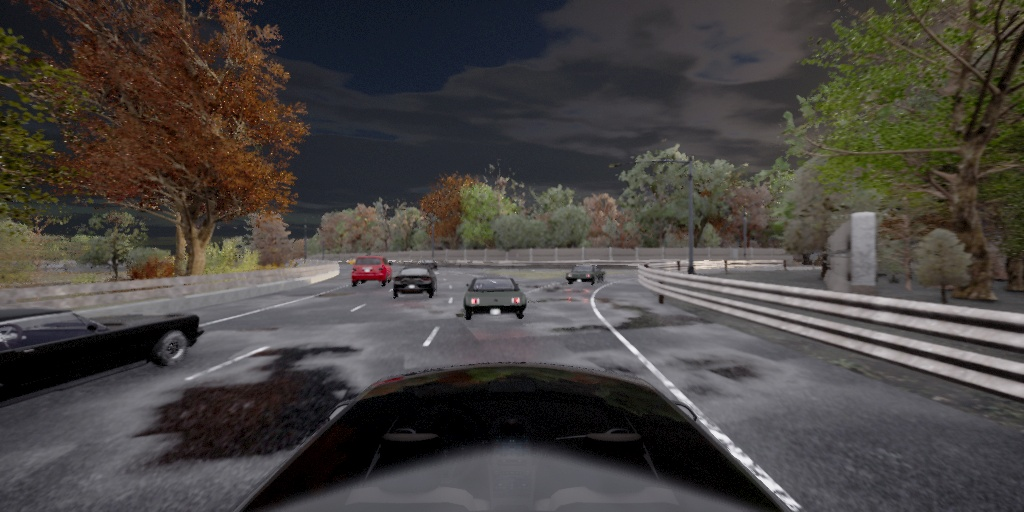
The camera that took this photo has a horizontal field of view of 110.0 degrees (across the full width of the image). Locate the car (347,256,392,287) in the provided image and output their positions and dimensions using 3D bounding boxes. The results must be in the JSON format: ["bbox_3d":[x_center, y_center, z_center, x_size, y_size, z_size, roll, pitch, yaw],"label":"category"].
[{"bbox_3d":[-9.862,1.022,25.482,2.150,2.045,5.566,0,0,-14],"label":"car"}]

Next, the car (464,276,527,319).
[{"bbox_3d":[-0.703,1.356,12.810,1.895,1.301,4.718,0,0,-6],"label":"car"}]

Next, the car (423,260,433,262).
[{"bbox_3d":[-12.344,1.293,52.356,1.882,1.535,5.008,0,0,-27],"label":"car"}]

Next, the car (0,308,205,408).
[{"bbox_3d":[-7.072,1.385,5.057,1.895,1.301,4.718,0,0,-2],"label":"car"}]

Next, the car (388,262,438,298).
[{"bbox_3d":[-4.982,1.254,18.876,1.882,1.535,5.008,0,0,-9],"label":"car"}]

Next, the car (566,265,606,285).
[{"bbox_3d":[5.414,1.328,25.699,1.895,1.301,4.718,0,0,26],"label":"car"}]
